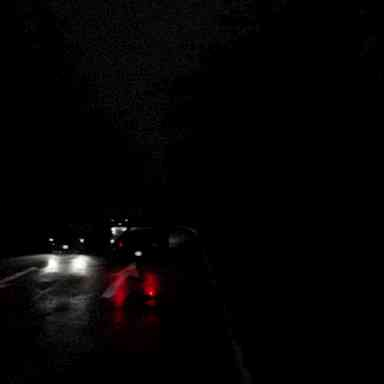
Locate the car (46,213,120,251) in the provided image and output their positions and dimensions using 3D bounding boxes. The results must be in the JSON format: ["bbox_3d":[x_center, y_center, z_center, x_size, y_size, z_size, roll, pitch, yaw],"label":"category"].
[{"bbox_3d":[-5.462,2.066,17.040,2.033,1.411,5.357,1,-2,0],"label":"car"}]

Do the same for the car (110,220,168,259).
[{"bbox_3d":[-2.073,2.101,14.826,1.895,1.301,4.718,1,-2,-1],"label":"car"}]

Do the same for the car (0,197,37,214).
[{"bbox_3d":[-21.072,1.503,38.884,5.566,2.045,2.150,4,-3,1],"label":"car"}]

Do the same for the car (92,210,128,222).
[{"bbox_3d":[-7.916,2.337,30.681,2.033,1.411,5.357,3,-1,-41],"label":"car"}]
